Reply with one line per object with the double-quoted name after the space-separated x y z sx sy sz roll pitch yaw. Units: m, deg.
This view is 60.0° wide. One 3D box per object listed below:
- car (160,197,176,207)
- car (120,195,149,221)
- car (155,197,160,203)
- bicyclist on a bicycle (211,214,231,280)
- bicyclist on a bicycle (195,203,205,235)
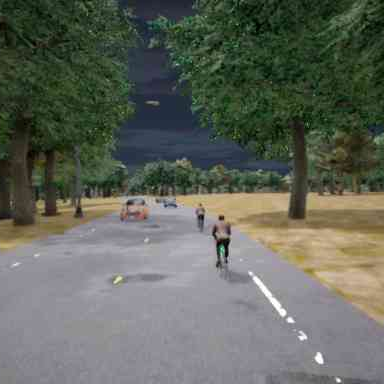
-3.467 1.648 51.831 2.033 1.411 5.357 0 0 -8 "car"
-4.699 1.363 27.666 2.097 1.767 4.553 0 0 -4 "car"
-7.057 1.748 73.477 2.128 1.511 4.902 0 0 -11 "car"
0.806 1.437 8.958 0.582 1.620 1.656 0 0 -1 "bicyclist on a bicycle"
0.474 1.440 17.955 0.582 1.620 1.656 0 0 -3 "bicyclist on a bicycle"
